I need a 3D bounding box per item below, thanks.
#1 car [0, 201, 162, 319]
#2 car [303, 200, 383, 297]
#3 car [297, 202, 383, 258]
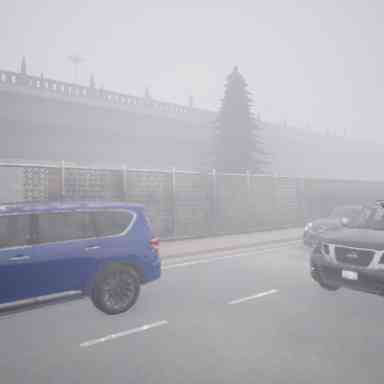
[{"bbox_3d":[-3.189,1.221,5.990,5.566,2.045,2.150,0,0,-38],"label":"car"},{"bbox_3d":[5.186,1.221,8.037,5.566,2.045,2.150,0,0,-38],"label":"car"},{"bbox_3d":[6.516,1.352,13.484,4.553,1.767,2.097,0,0,-38],"label":"car"}]
